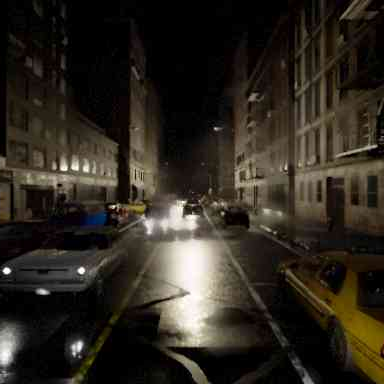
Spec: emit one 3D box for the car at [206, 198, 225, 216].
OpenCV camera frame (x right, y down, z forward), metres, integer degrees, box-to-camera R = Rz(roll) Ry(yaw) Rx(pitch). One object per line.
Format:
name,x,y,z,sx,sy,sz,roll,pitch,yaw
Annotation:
car,2.637,1.542,32.330,2.008,1.369,4.403,0,0,0

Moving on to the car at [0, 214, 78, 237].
car,-5.387,1.580,10.689,1.802,1.307,4.206,0,0,0

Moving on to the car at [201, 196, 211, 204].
car,2.637,1.553,64.807,1.802,1.307,4.206,0,0,0

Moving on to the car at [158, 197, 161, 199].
car,-5.388,1.513,42.994,1.752,1.417,4.829,0,0,0

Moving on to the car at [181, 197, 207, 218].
car,0.100,1.499,30.261,1.837,1.490,4.892,0,1,0

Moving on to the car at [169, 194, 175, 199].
car,-5.388,1.281,70.228,2.192,1.841,5.009,0,0,0

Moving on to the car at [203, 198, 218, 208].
car,2.638,1.551,48.568,1.947,1.339,4.313,0,0,0

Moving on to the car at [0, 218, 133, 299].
car,-2.840,1.600,8.549,1.895,1.301,4.718,0,0,0

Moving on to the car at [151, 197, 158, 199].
car,-5.388,1.555,37.752,1.947,1.339,4.313,0,0,0

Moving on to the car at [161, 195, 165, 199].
car,-5.388,1.567,48.577,1.802,1.307,4.206,0,0,0

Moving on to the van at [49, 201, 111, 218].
van,-5.388,1.338,16.101,1.690,1.788,3.998,0,0,0

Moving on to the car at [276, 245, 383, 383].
car,2.638,1.525,5.437,1.752,1.417,4.829,0,0,0

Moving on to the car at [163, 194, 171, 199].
car,-5.388,1.527,59.403,2.008,1.369,4.403,0,0,0

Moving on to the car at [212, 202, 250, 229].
car,2.638,1.546,21.505,2.008,1.369,4.403,0,0,0

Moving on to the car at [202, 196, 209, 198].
car,2.637,1.553,43.155,1.947,1.339,4.313,0,0,0

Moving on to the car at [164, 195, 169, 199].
car,-5.388,1.532,53.990,2.008,1.369,4.403,0,0,0

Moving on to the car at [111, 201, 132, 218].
car,-5.388,1.435,21.514,1.967,1.590,4.097,0,0,0

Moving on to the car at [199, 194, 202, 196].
car,2.637,1.502,59.564,1.752,1.417,4.829,0,0,0

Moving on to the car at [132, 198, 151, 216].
car,-5.388,1.517,32.169,1.752,1.417,4.829,0,0,0

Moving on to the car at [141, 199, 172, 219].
car,-2.820,1.557,28.586,1.994,1.385,4.181,0,0,0
